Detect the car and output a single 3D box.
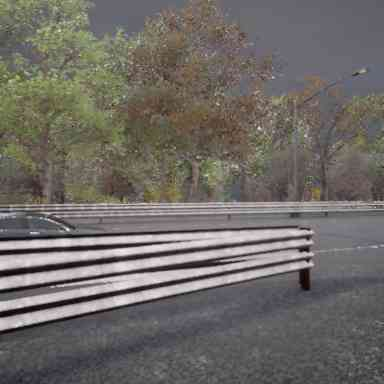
[{"bbox_3d":[-4.964,1.420,10.523,4.892,1.490,1.837,0,0,-22],"label":"car"}]
